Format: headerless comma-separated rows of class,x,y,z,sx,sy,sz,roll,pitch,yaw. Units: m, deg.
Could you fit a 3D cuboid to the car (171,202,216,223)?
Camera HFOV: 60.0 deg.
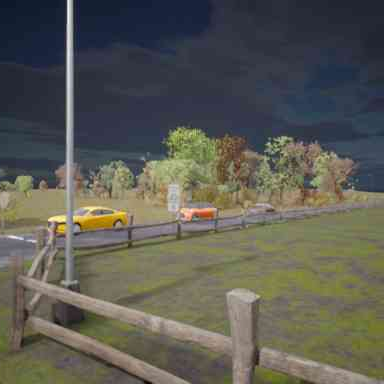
car,0.237,1.671,28.844,2.097,1.767,4.553,1,0,36

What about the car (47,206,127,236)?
car,-6.132,1.641,19.986,1.882,1.535,5.008,1,0,36

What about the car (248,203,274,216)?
car,8.454,2.047,40.249,1.812,1.442,4.674,1,0,36
